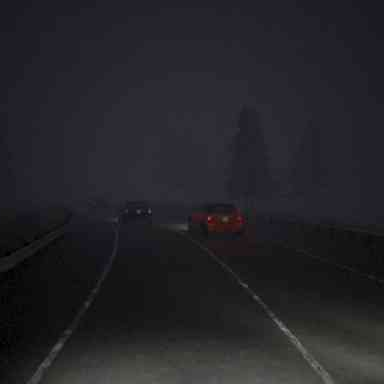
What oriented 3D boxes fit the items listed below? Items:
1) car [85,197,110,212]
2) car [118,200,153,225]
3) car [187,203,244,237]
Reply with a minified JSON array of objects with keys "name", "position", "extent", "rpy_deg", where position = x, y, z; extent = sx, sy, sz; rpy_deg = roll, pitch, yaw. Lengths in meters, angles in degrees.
[{"name":"car","position":[-11.491,1.389,40.348],"extent":[2.097,1.767,4.553],"rpy_deg":[0,0,-30]},{"name":"car","position":[-4.237,1.369,24.391],"extent":[2.097,1.767,4.553],"rpy_deg":[0,0,-17]},{"name":"car","position":[1.142,1.356,18.206],"extent":[2.097,1.767,4.553],"rpy_deg":[0,0,-13]}]
